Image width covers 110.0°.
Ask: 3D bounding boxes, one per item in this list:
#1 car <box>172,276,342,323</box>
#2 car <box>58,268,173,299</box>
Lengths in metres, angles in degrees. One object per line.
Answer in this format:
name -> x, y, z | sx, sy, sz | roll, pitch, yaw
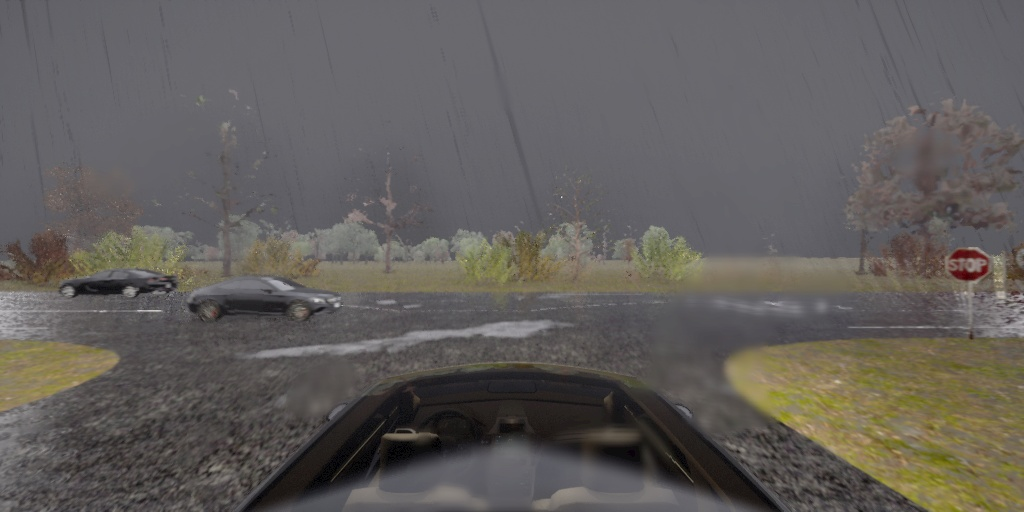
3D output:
car -> -8.330, 1.410, 12.256 | 4.674, 1.442, 1.812 | 0, -1, -1
car -> -20.740, 1.400, 18.996 | 5.008, 1.535, 1.882 | 0, -1, -1
